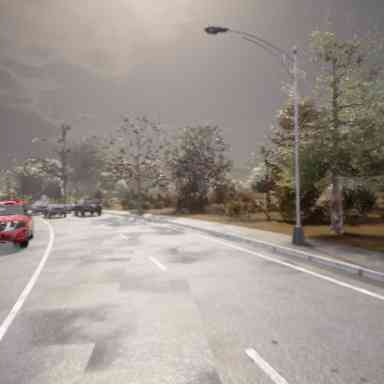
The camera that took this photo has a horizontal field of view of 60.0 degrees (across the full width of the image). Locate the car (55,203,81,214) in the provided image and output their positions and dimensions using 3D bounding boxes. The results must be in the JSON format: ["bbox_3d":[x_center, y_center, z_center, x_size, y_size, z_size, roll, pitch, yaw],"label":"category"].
[{"bbox_3d":[-17.813,2.286,47.622,2.033,1.411,5.357,-2,0,-35],"label":"car"}]

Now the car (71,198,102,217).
[{"bbox_3d":[-12.179,1.723,38.904,2.150,2.045,5.566,-2,0,-31],"label":"car"}]

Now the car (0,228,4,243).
[{"bbox_3d":[-5.420,1.663,6.308,2.033,1.411,5.357,-1,0,-18],"label":"car"}]

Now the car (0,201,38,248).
[{"bbox_3d":[-8.866,1.459,15.899,2.150,2.045,5.566,-2,0,-22],"label":"car"}]

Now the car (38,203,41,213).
[{"bbox_3d":[-21.257,2.355,46.355,1.837,1.490,4.892,-2,0,-35],"label":"car"}]

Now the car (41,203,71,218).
[{"bbox_3d":[-15.358,2.102,37.369,1.837,1.490,4.892,-2,0,-31],"label":"car"}]
